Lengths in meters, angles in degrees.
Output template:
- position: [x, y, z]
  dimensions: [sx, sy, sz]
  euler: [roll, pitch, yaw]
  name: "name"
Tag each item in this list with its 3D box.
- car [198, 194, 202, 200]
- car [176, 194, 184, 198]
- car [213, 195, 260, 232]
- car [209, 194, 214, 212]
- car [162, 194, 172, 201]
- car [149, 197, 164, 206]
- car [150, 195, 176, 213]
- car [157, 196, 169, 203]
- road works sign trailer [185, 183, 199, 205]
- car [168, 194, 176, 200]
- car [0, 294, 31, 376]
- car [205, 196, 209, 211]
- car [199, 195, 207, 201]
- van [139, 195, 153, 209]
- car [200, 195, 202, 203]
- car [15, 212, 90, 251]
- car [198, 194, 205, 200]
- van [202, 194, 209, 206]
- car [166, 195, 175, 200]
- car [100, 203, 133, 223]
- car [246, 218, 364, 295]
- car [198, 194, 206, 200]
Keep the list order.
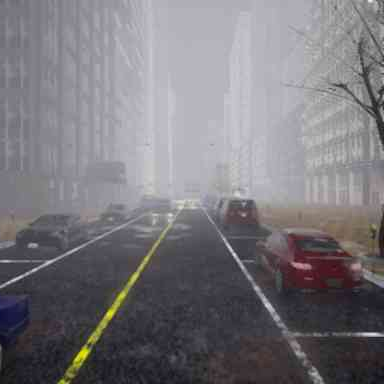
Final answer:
- position: [2.702, 1.438, 65.270]
  dimensions: [2.008, 1.369, 4.403]
  euler: [0, 0, 0]
  name: "car"
- position: [-2.993, 1.154, 76.669]
  dimensions: [2.097, 1.767, 4.553]
  euler: [0, 0, 0]
  name: "car"
- position: [2.700, 1.280, 19.758]
  dimensions: [2.192, 1.841, 5.009]
  euler: [0, 0, 0]
  name: "car"
- position: [2.701, 1.270, 25.447]
  dimensions: [2.192, 1.841, 5.009]
  euler: [0, 0, 0]
  name: "car"
- position: [-5.676, 1.310, 76.670]
  dimensions: [1.967, 1.590, 4.097]
  euler: [0, 0, 0]
  name: "car"
- position: [-5.680, 1.472, 53.914]
  dimensions: [1.947, 1.339, 4.313]
  euler: [0, 0, 0]
  name: "car"
- position: [-3.089, 1.414, 36.265]
  dimensions: [1.882, 1.535, 5.008]
  euler: [0, 0, 0]
  name: "car"
- position: [-5.678, 1.439, 65.292]
  dimensions: [2.008, 1.369, 4.403]
  euler: [0, 0, 0]
  name: "car"
- position: [0.029, 0.369, 54.854]
  dimensions: [2.380, 3.560, 2.880]
  euler: [0, 0, 0]
  name: "road works sign trailer"
- position: [-5.676, 1.389, 93.737]
  dimensions: [1.887, 1.381, 4.507]
  euler: [0, 0, 0]
  name: "car"
- position: [-3.092, 1.597, 2.227]
  dimensions: [1.895, 1.301, 4.718]
  euler: [0, 0, 0]
  name: "car"
- position: [2.700, 1.460, 36.995]
  dimensions: [1.752, 1.417, 4.829]
  euler: [0, 0, 0]
  name: "car"
- position: [2.704, 1.412, 82.337]
  dimensions: [2.008, 1.369, 4.403]
  euler: [0, 0, 0]
  name: "car"
- position: [-5.678, 1.266, 42.535]
  dimensions: [1.690, 1.788, 3.998]
  euler: [0, 0, 0]
  name: "van"
- position: [2.701, 1.457, 53.892]
  dimensions: [2.008, 1.369, 4.403]
  euler: [0, 0, 0]
  name: "car"
- position: [-5.684, 1.541, 14.089]
  dimensions: [1.947, 1.339, 4.313]
  euler: [0, 0, 0]
  name: "car"
- position: [2.705, 1.389, 93.714]
  dimensions: [1.887, 1.381, 4.507]
  euler: [0, 0, 0]
  name: "car"
- position: [2.703, 1.256, 48.203]
  dimensions: [1.690, 1.788, 3.998]
  euler: [0, 0, 0]
  name: "van"
- position: [-5.676, 1.404, 88.048]
  dimensions: [2.008, 1.369, 4.403]
  euler: [0, 0, 0]
  name: "car"
- position: [-5.682, 1.521, 25.468]
  dimensions: [1.947, 1.339, 4.313]
  euler: [0, 0, 0]
  name: "car"
- position: [2.697, 1.567, 8.381]
  dimensions: [1.802, 1.307, 4.206]
  euler: [0, 0, 0]
  name: "car"
- position: [2.705, 1.293, 88.025]
  dimensions: [1.967, 1.590, 4.097]
  euler: [0, 0, 0]
  name: "car"
